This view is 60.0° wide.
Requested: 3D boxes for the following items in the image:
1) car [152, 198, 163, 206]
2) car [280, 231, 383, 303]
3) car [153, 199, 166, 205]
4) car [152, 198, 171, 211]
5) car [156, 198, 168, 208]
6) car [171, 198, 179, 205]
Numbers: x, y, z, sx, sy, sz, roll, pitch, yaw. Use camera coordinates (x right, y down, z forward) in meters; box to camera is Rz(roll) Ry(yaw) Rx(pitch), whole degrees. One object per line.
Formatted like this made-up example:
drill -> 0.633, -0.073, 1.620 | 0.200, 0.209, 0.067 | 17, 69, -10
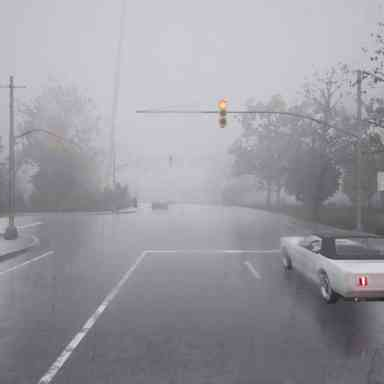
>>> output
car -> -7.026, 2.037, 67.703 | 1.837, 1.490, 4.892 | 0, -1, -12
car -> 3.602, 1.601, 8.129 | 1.895, 1.301, 4.718 | 0, 0, 0
car -> -8.196, 2.461, 83.078 | 1.895, 1.301, 4.718 | 0, -1, -25
car -> -4.002, 1.546, 42.566 | 1.882, 1.535, 5.008 | 0, -1, -3
car -> -4.815, 1.698, 53.379 | 1.882, 1.535, 5.008 | 0, -1, -6
car -> -4.942, 2.248, 73.752 | 1.895, 1.301, 4.718 | 0, -1, -19
